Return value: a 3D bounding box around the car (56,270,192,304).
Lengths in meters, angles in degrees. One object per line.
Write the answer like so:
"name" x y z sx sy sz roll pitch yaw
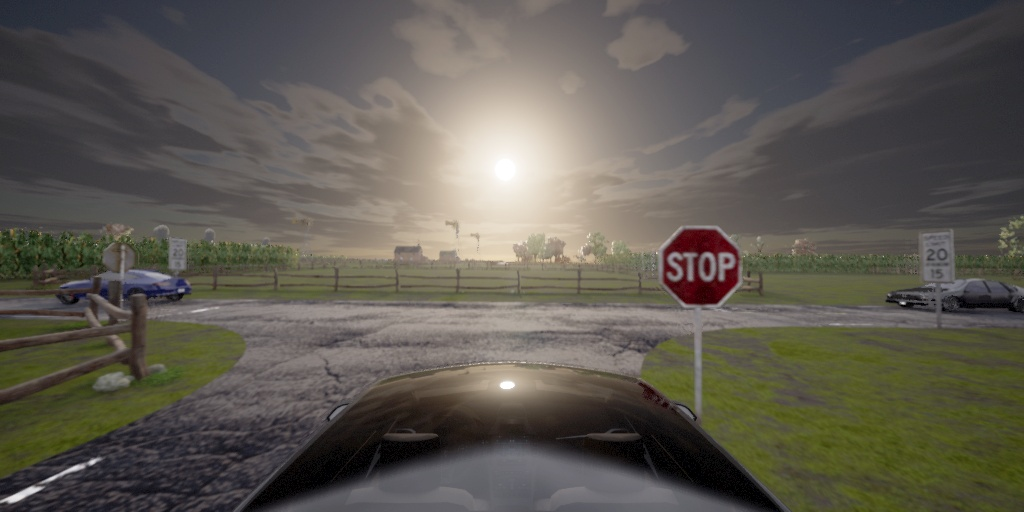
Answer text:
"car" -16.657 1.306 15.576 4.674 1.442 1.812 1 -1 0

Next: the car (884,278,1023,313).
"car" 19.854 1.701 15.789 5.357 1.411 2.033 1 -1 0
